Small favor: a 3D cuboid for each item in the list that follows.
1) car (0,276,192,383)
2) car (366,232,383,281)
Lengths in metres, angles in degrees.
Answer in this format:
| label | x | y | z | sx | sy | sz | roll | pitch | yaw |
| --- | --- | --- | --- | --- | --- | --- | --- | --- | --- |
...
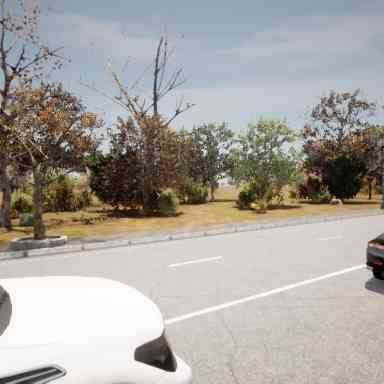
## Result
| label | x | y | z | sx | sy | sz | roll | pitch | yaw |
| --- | --- | --- | --- | --- | --- | --- | --- | --- | --- |
| car | -2.652 | 1.218 | 1.859 | 5.566 | 2.045 | 2.150 | 0 | 0 | -36 |
| car | 6.179 | 1.347 | 8.151 | 4.902 | 1.511 | 2.128 | -1 | 1 | -35 |
